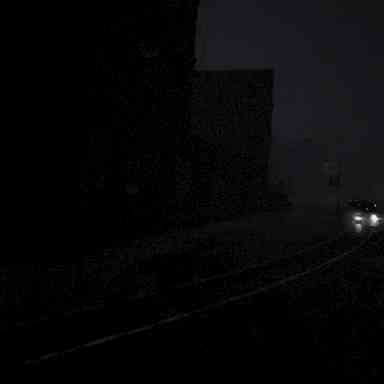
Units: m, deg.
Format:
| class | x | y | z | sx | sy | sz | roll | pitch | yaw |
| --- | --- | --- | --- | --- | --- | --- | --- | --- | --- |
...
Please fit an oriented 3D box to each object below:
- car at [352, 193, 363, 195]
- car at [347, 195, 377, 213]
| class | x | y | z | sx | sy | sz | roll | pitch | yaw |
| --- | --- | --- | --- | --- | --- | --- | --- | --- | --- |
| car | 36.105 | 0.878 | 72.882 | 2.033 | 1.411 | 5.357 | 1 | 0 | 43 |
| car | 17.770 | 1.342 | 34.852 | 1.895 | 1.301 | 4.718 | 3 | 2 | 14 |
